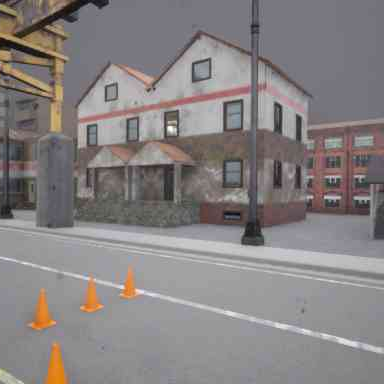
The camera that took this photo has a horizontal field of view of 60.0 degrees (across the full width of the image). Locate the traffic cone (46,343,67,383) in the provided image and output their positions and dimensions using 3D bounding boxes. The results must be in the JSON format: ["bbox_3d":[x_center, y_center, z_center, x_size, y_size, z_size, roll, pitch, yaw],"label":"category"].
[{"bbox_3d":[-1.488,1.952,3.632,0.340,0.580,0.340,0,0,36],"label":"traffic cone"}]

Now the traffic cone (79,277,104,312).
[{"bbox_3d":[-1.940,1.949,6.424,0.340,0.580,0.340,0,0,36],"label":"traffic cone"}]

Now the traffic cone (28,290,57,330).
[{"bbox_3d":[-2.525,1.949,5.613,0.340,0.580,0.340,0,0,36],"label":"traffic cone"}]

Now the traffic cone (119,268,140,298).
[{"bbox_3d":[-1.355,1.949,7.235,0.340,0.580,0.340,0,0,36],"label":"traffic cone"}]
